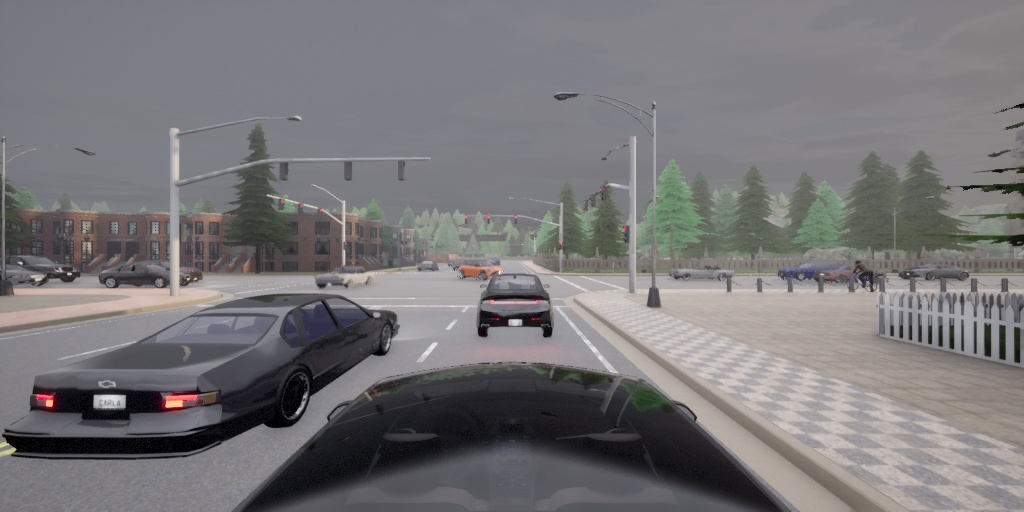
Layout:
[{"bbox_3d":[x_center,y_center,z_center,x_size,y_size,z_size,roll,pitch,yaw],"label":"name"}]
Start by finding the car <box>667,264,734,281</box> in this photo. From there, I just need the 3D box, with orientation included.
[{"bbox_3d":[15.567,1.351,29.728,4.718,1.301,1.895,0,0,0],"label":"car"}]

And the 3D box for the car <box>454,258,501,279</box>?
[{"bbox_3d":[-2.483,1.102,29.814,2.097,1.767,4.553,0,0,-42],"label":"car"}]

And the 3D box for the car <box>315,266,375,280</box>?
[{"bbox_3d":[-10.597,1.351,23.022,1.895,1.301,4.718,0,0,0],"label":"car"}]

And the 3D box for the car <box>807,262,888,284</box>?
[{"bbox_3d":[24.498,1.314,26.024,4.181,1.385,1.994,0,0,0],"label":"car"}]

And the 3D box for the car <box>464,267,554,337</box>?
[{"bbox_3d":[0.083,1.241,10.257,2.128,1.511,4.902,0,0,0],"label":"car"}]

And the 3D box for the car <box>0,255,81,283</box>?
[{"bbox_3d":[-35.167,0.971,25.963,5.566,2.045,2.150,0,0,-6],"label":"car"}]

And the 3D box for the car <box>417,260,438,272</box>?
[{"bbox_3d":[-10.575,1.276,45.390,1.812,1.442,4.674,0,0,0],"label":"car"}]

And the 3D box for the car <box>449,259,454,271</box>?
[{"bbox_3d":[-7.086,1.250,49.986,1.837,1.490,4.892,0,1,0],"label":"car"}]

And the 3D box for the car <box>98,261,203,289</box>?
[{"bbox_3d":[-23.185,1.255,22.875,4.892,1.490,1.837,0,0,-3],"label":"car"}]

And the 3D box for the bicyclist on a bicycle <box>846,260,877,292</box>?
[{"bbox_3d":[18.252,1.052,18.742,0.582,1.620,1.656,0,0,0],"label":"bicyclist on a bicycle"}]

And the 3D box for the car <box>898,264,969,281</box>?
[{"bbox_3d":[34.833,1.314,29.692,4.181,1.385,1.994,0,0,1],"label":"car"}]

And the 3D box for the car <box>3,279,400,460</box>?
[{"bbox_3d":[-3.436,1.297,5.589,2.033,1.411,5.357,0,0,0],"label":"car"}]

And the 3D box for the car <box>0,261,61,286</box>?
[{"bbox_3d":[-32.550,1.241,22.636,4.902,1.511,2.128,0,0,-4],"label":"car"}]

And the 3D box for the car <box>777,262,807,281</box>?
[{"bbox_3d":[24.859,1.228,29.715,5.008,1.535,1.882,0,0,0],"label":"car"}]
